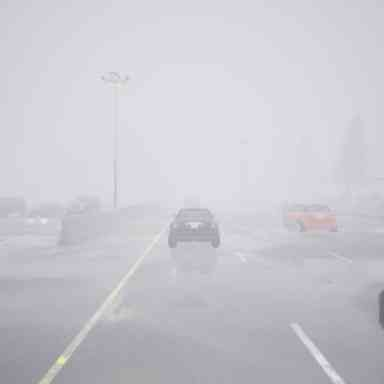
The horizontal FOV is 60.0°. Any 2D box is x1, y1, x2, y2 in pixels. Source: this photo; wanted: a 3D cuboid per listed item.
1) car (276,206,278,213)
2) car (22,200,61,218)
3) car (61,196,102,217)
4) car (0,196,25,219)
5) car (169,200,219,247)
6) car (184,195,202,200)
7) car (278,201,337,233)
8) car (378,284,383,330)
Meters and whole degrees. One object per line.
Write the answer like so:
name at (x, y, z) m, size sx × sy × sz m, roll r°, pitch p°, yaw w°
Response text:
car at (10.597, 1.682, 36.251) m, size 2.128 × 1.511 × 4.902 m, roll 0°, pitch 0°, yaw 0°
car at (-14.079, 1.722, 32.629) m, size 2.033 × 1.411 × 5.357 m, roll 0°, pitch 0°, yaw 0°
car at (-10.576, 1.400, 33.044) m, size 2.150 × 2.045 × 5.566 m, roll 0°, pitch -1°, yaw 0°
car at (-17.584, 1.390, 31.142) m, size 2.150 × 2.045 × 5.566 m, roll 0°, pitch -1°, yaw 0°
car at (0.099, 1.435, 15.688) m, size 2.097 × 1.767 × 4.553 m, roll 0°, pitch 0°, yaw 0°
car at (0.094, 1.460, 44.702) m, size 2.150 × 2.045 × 5.566 m, roll 0°, pitch 0°, yaw 0°
car at (7.099, 1.460, 20.554) m, size 2.097 × 1.767 × 4.553 m, roll 0°, pitch 0°, yaw 0°
car at (3.599, 1.235, 2.156) m, size 2.150 × 2.045 × 5.566 m, roll 0°, pitch 0°, yaw 0°
